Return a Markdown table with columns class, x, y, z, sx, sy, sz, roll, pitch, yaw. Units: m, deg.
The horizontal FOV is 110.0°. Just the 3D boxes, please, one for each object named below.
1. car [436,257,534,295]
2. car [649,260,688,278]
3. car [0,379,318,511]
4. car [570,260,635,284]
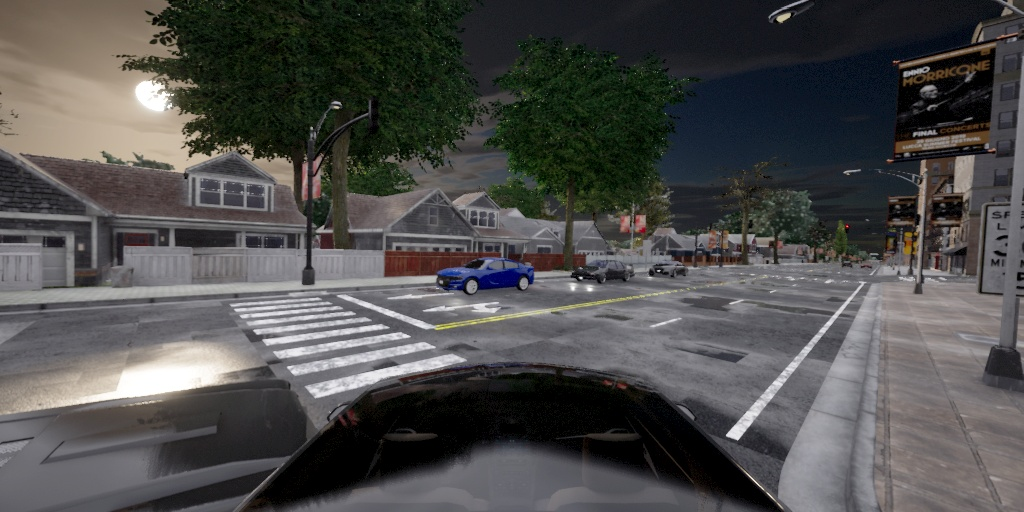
| class | x | y | z | sx | sy | sz | roll | pitch | yaw |
| --- | --- | --- | --- | --- | --- | --- | --- | --- | --- |
| car | -1.105 | 0.818 | 16.476 | 5.008 | 1.535 | 1.882 | 0 | 2 | -44 |
| car | 13.269 | 1.029 | 30.306 | 4.181 | 1.385 | 1.994 | 0 | 2 | -44 |
| car | -3.312 | 1.288 | 1.292 | 4.718 | 1.301 | 1.895 | 1 | 2 | -34 |
| car | 6.066 | 0.948 | 23.390 | 5.357 | 1.411 | 2.033 | 0 | 2 | -44 |
